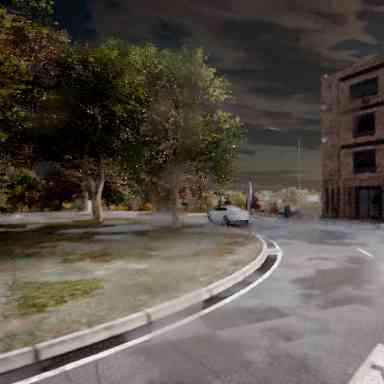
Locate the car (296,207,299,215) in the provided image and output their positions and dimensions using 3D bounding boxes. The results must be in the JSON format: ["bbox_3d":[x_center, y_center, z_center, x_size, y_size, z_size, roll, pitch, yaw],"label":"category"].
[{"bbox_3d":[18.793,3.856,63.216,2.163,1.488,4.792,-1,-4,26],"label":"car"}]

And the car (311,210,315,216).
[{"bbox_3d":[28.562,5.206,83.066,2.185,1.767,4.553,-1,-4,26],"label":"car"}]

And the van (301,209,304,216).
[{"bbox_3d":[21.270,3.982,68.256,1.878,1.987,4.442,-1,-4,26],"label":"van"}]

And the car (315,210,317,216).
[{"bbox_3d":[30.998,5.582,88.012,2.185,1.767,4.553,-1,-4,26],"label":"car"}]

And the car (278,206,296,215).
[{"bbox_3d":[16.385,3.493,58.288,2.002,1.452,4.674,1,-3,26],"label":"car"}]

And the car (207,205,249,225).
[{"bbox_3d":[2.930,1.838,27.421,1.812,1.442,4.674,0,-1,-24],"label":"car"}]

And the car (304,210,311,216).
[{"bbox_3d":[26.082,4.990,78.023,2.002,1.452,4.674,-1,-4,26],"label":"car"}]
